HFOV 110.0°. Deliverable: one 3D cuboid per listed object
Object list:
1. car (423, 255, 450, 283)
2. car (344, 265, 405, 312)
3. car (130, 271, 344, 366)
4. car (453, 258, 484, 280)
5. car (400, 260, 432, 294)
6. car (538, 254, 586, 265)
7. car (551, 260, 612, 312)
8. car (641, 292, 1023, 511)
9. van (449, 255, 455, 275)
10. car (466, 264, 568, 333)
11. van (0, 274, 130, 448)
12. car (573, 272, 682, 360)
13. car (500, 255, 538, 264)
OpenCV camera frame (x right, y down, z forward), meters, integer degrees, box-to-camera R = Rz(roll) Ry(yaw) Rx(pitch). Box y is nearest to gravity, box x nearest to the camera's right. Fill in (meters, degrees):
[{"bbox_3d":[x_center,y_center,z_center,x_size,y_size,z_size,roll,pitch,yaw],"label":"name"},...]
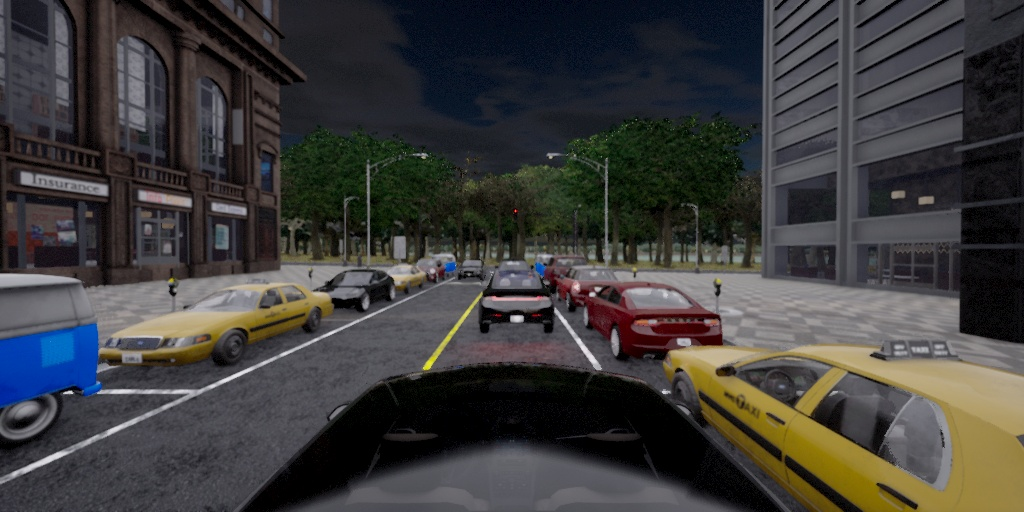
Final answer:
[{"bbox_3d":[-5.728,0.934,24.331,1.967,1.591,4.097,0,0,0],"label":"car"},{"bbox_3d":[-5.745,1.182,13.456,1.948,1.339,4.313,0,0,0],"label":"car"},{"bbox_3d":[-5.754,1.204,7.849,1.751,1.417,4.829,0,0,0],"label":"car"},{"bbox_3d":[-2.961,1.005,27.140,1.837,1.490,4.892,0,1,0],"label":"car"},{"bbox_3d":[-5.737,1.081,18.724,1.751,1.417,4.829,0,0,0],"label":"car"},{"bbox_3d":[2.789,0.870,18.880,2.192,1.841,5.009,0,0,0],"label":"car"},{"bbox_3d":[2.780,1.056,13.443,1.967,1.591,4.097,0,0,0],"label":"car"},{"bbox_3d":[2.763,1.265,2.738,1.751,1.417,4.829,0,0,0],"label":"car"},{"bbox_3d":[-5.719,0.774,29.768,1.690,1.789,3.998,0,0,0],"label":"van"},{"bbox_3d":[0.114,1.143,10.311,2.128,1.511,4.902,0,1,0],"label":"car"},{"bbox_3d":[-5.762,1.081,2.582,1.690,1.789,3.998,0,0,0],"label":"van"},{"bbox_3d":[2.772,1.223,8.006,1.888,1.381,4.507,0,0,0],"label":"car"},{"bbox_3d":[0.128,0.903,19.274,2.097,1.767,4.553,0,1,1],"label":"car"}]
